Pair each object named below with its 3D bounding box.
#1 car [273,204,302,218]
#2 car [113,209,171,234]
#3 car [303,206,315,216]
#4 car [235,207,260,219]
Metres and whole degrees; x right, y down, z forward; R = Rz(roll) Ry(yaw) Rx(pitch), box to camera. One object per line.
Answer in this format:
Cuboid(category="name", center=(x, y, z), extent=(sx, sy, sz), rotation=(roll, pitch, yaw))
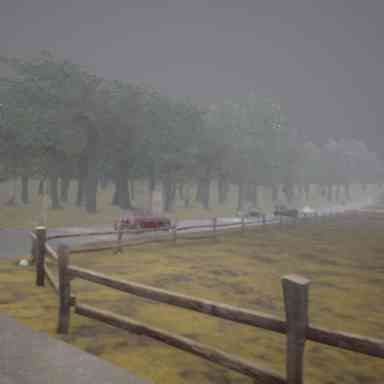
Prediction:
Cuboid(category="car", center=(13.876, 2.780, 49.213), extent=(2.150, 2.045, 5.566), rotation=(3, 1, 35))
Cuboid(category="car", center=(-3.554, 2.038, 24.601), extent=(2.097, 1.767, 4.553), rotation=(3, 0, 35))
Cuboid(category="car", center=(20.013, 3.255, 58.009), extent=(1.812, 1.442, 4.674), rotation=(3, 1, 35))
Cuboid(category="car", center=(7.667, 2.775, 45.432), extent=(2.128, 1.511, 4.902), rotation=(3, 0, 35))
